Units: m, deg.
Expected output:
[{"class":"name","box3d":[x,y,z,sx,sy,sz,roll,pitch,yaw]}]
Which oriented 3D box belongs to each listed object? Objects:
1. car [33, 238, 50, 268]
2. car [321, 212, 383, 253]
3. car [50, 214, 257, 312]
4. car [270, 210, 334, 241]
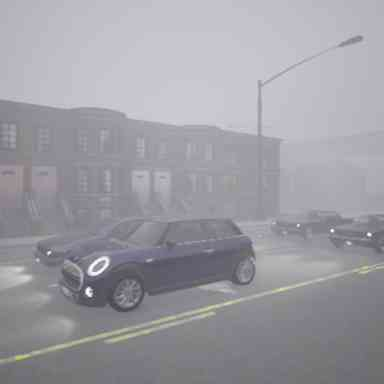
[{"class":"car","box3d":[-2.210,1.552,11.016,5.357,1.411,2.033,0,0,-36]},{"class":"car","box3d":[7.692,1.610,13.758,4.718,1.301,1.895,0,0,-35]},{"class":"car","box3d":[-0.637,1.355,7.834,4.553,1.767,2.097,0,0,-35]},{"class":"car","box3d":[6.182,1.611,16.978,4.718,1.301,1.895,0,0,-35]}]
